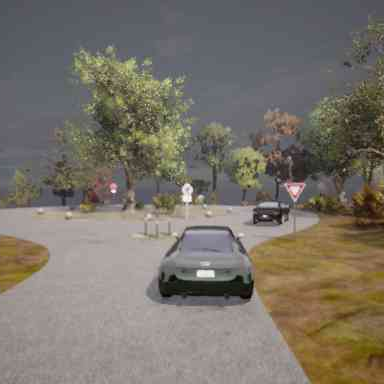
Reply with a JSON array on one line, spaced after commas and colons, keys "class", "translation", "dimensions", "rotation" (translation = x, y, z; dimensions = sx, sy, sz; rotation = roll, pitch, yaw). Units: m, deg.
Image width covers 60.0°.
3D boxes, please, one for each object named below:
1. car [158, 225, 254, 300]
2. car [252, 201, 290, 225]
[{"class": "car", "translation": [0.384, 1.522, 8.367], "dimensions": [1.994, 1.385, 4.181], "rotation": [0, 0, 4]}, {"class": "car", "translation": [5.599, 1.362, 23.209], "dimensions": [1.882, 1.535, 5.008], "rotation": [0, 0, 24]}]
